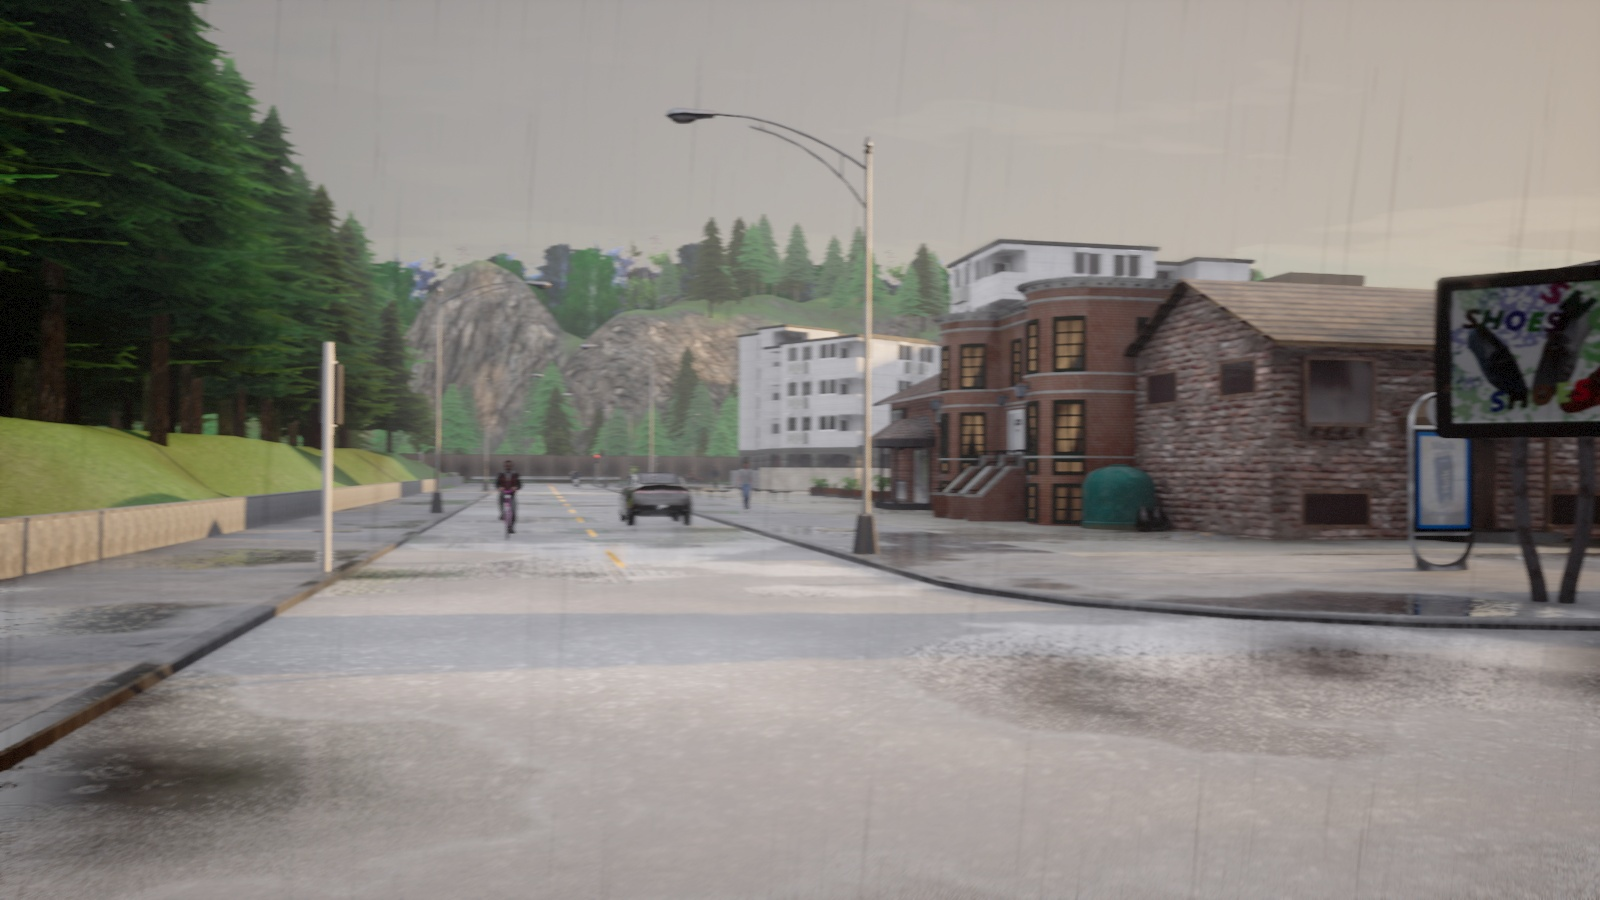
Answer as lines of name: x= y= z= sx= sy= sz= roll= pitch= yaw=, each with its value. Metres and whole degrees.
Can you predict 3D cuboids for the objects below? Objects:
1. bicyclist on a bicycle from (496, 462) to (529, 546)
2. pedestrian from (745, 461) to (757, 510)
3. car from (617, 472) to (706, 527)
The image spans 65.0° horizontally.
bicyclist on a bicycle: x=-6.291 y=1.156 z=27.530 sx=0.659 sy=1.776 sz=1.843 roll=0 pitch=-1 yaw=-12
pedestrian: x=-1.838 y=1.322 z=47.162 sx=0.354 sy=1.836 sz=0.706 roll=0 pitch=-1 yaw=-9
car: x=-4.145 y=1.399 z=36.916 sx=2.128 sy=1.511 sz=4.902 roll=0 pitch=-1 yaw=-12
